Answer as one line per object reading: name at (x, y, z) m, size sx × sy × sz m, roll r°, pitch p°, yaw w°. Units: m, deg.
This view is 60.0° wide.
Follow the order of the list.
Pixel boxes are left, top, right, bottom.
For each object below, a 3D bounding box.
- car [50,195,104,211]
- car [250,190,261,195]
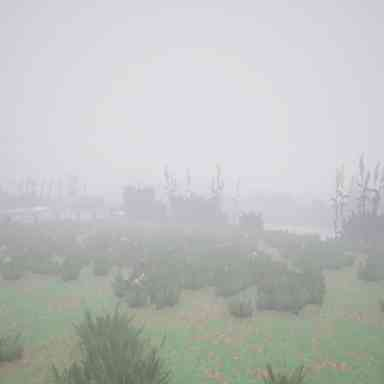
car at (-10.407, 1.107, 30.325) m, size 1.837 × 1.490 × 4.892 m, roll 0°, pitch 3°, yaw 41°
car at (10.286, 0.765, 47.464) m, size 2.150 × 2.045 × 5.566 m, roll 0°, pitch -2°, yaw 44°
